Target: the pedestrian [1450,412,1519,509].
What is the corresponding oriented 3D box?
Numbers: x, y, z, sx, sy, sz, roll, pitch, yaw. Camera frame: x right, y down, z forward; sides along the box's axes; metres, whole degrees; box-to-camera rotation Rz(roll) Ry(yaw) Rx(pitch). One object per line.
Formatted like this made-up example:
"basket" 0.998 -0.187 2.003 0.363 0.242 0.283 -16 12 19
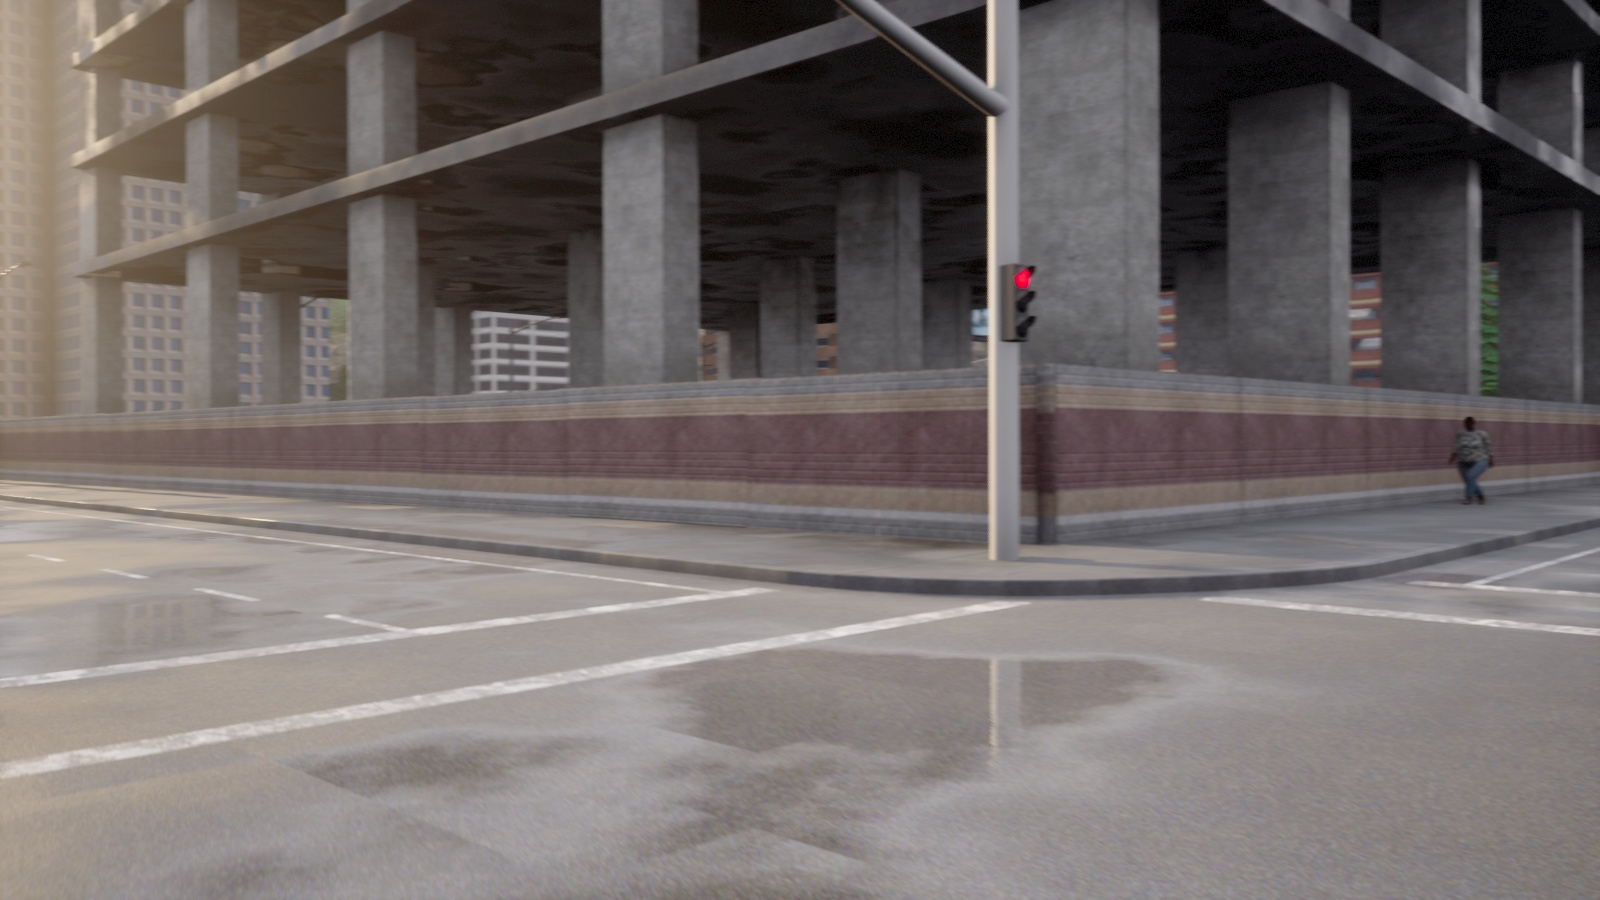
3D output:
"pedestrian" 13.408 0.192 24.597 0.900 1.855 0.874 0 0 -34
